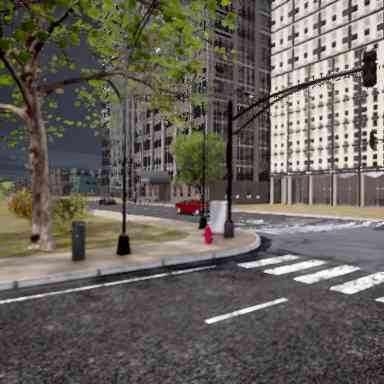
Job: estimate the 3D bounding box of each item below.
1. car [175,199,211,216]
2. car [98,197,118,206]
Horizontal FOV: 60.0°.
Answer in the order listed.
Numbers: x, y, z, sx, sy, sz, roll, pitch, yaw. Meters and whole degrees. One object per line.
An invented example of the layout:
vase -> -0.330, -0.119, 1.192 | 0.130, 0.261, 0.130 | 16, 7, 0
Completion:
car -> 0.271, 1.399, 31.180 | 1.882, 1.535, 5.008 | 1, 0, -34
car -> -12.941, 1.452, 51.023 | 1.994, 1.385, 4.181 | 1, -1, -33
